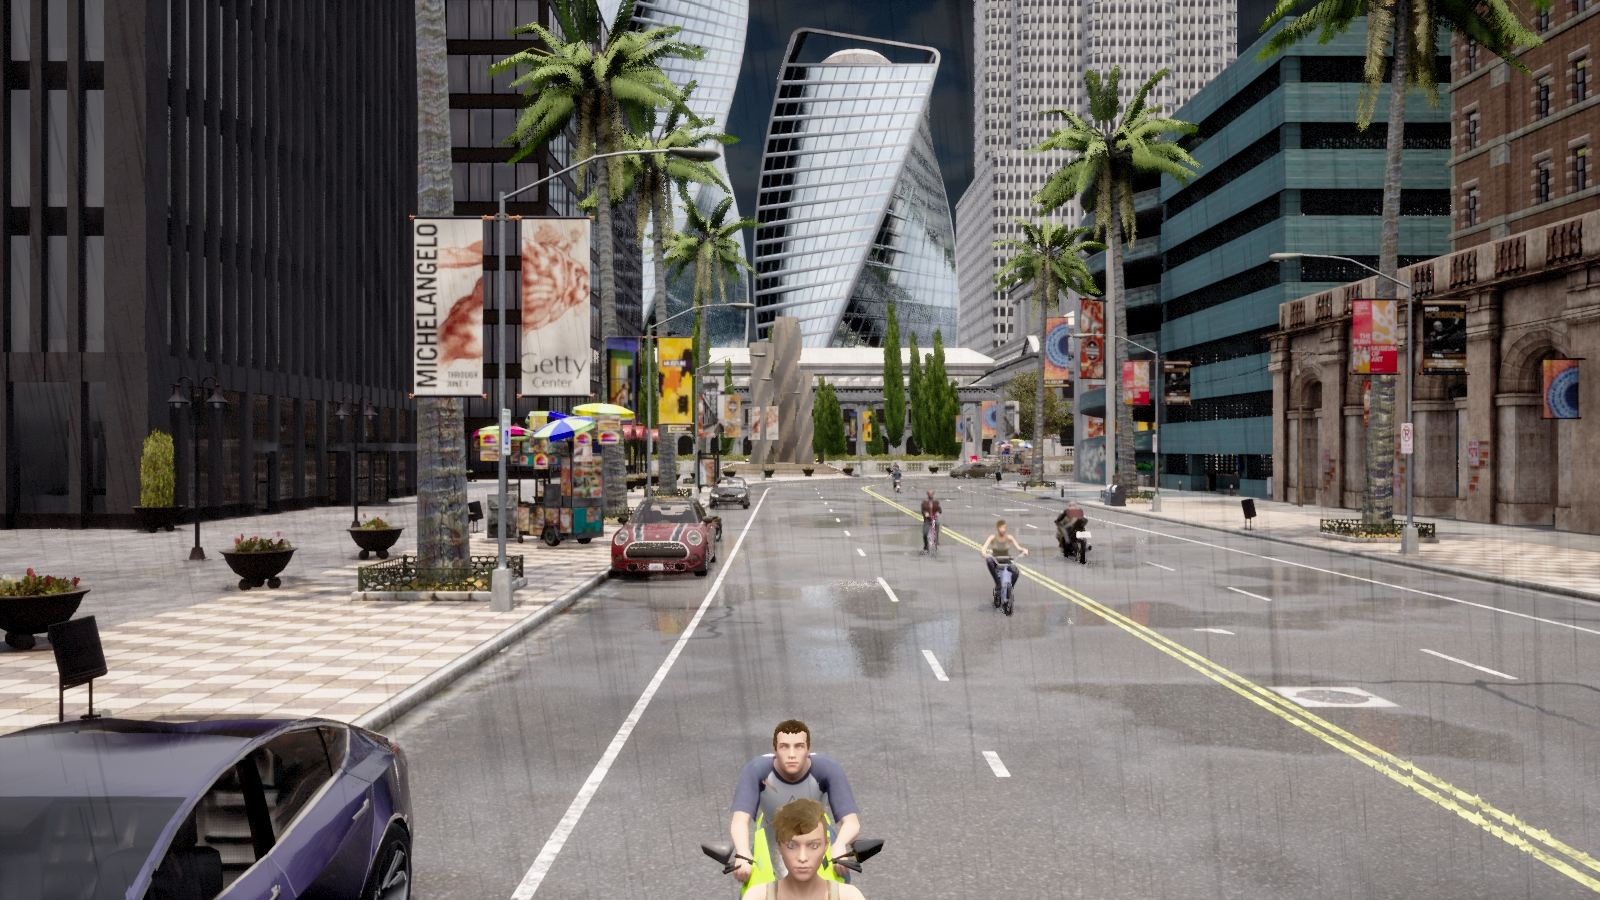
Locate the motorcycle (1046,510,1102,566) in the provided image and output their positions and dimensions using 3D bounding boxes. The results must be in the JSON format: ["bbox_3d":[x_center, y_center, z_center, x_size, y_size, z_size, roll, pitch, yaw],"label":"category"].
[{"bbox_3d":[6.951,2.217,29.111,0.867,1.251,2.209,0,0,-1],"label":"motorcycle"}]

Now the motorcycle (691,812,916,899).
[{"bbox_3d":[0.013,2.175,3.553,0.764,1.277,2.356,0,2,0],"label":"motorcycle"}]

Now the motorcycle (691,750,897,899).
[{"bbox_3d":[-0.022,2.223,5.439,0.803,1.145,2.033,-1,-3,0],"label":"motorcycle"}]

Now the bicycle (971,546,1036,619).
[{"bbox_3d":[3.503,2.265,19.754,0.859,1.080,1.487,0,0,0],"label":"bicycle"}]
